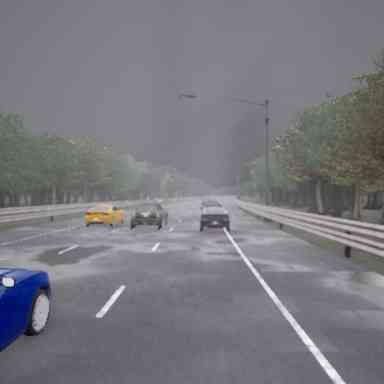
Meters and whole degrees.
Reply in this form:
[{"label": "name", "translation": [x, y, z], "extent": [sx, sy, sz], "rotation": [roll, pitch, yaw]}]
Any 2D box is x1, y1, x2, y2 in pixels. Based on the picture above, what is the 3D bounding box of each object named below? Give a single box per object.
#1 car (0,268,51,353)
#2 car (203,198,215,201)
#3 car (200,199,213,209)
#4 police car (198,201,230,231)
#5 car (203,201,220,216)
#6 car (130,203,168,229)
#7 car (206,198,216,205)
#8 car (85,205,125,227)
[{"label": "car", "translation": [-3.362, 1.509, 3.752], "extent": [1.882, 1.535, 5.008], "rotation": [0, 0, 0]}, {"label": "car", "translation": [1.892, 1.648, 31.844], "extent": [2.097, 1.767, 4.553], "rotation": [0, -1, 3]}, {"label": "car", "translation": [2.512, 2.039, 56.209], "extent": [1.837, 1.490, 4.892], "rotation": [0, -1, 6]}, {"label": "police car", "translation": [1.463, 1.629, 22.146], "extent": [1.930, 1.638, 5.238], "rotation": [0, -1, 2]}, {"label": "car", "translation": [2.240, 1.812, 37.959], "extent": [1.801, 1.575, 5.366], "rotation": [0, -1, 4]}, {"label": "car", "translation": [-2.906, 1.567, 23.588], "extent": [2.097, 1.767, 4.553], "rotation": [0, -1, 2]}, {"label": "car", "translation": [4.127, 2.065, 71.952], "extent": [1.812, 1.442, 4.674], "rotation": [0, -1, 7]}, {"label": "car", "translation": [-6.364, 1.703, 24.822], "extent": [1.882, 1.535, 5.008], "rotation": [0, -1, 2]}]
